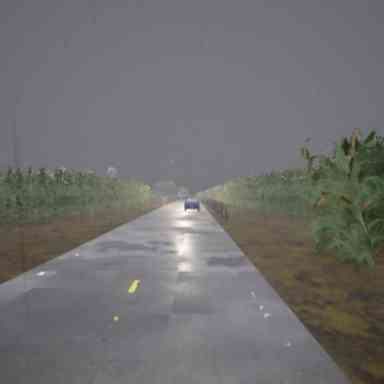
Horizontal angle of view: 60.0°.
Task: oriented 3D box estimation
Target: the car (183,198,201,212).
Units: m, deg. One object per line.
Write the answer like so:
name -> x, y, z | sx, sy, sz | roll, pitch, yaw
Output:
car -> 0.002, 1.484, 39.621 | 1.882, 1.535, 5.008 | 0, 0, 0

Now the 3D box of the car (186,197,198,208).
car -> 0.008, 1.573, 50.350 | 1.812, 1.442, 4.674 | 0, 0, 0
